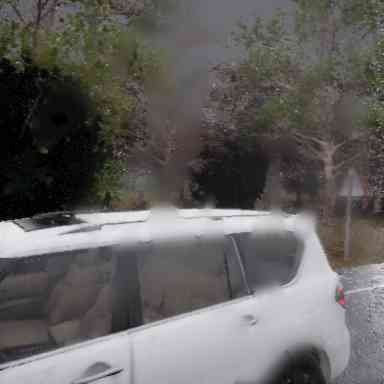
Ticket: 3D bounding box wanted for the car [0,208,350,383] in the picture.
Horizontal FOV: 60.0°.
[{"bbox_3d":[-1.006,1.203,2.739,5.566,2.045,2.150,0,0,-34],"label":"car"}]
